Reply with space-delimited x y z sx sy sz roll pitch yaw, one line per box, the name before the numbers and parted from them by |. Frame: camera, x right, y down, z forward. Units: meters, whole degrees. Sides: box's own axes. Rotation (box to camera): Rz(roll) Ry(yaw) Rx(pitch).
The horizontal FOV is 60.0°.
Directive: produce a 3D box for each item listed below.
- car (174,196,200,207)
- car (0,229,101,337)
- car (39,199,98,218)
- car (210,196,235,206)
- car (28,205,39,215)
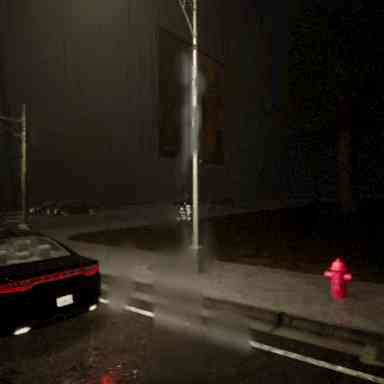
car | -0.783 1.362 50.149 1.882 1.535 5.008 0 0 35
car | -3.887 1.475 6.463 5.008 1.535 1.882 0 0 37
car | -10.812 1.444 30.157 1.837 1.490 4.892 0 0 35
car | 4.948 1.408 52.619 2.033 1.411 5.357 0 0 35
car | -13.340 1.477 32.208 1.812 1.442 4.674 0 0 35
